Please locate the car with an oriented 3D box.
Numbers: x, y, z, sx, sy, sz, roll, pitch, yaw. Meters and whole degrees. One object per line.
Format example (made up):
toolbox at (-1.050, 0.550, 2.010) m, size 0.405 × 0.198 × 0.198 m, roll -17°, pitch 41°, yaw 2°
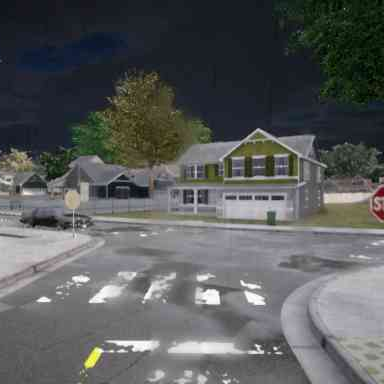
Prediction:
car at (-8.641, 1.625, 21.102) m, size 5.357 × 1.411 × 2.033 m, roll 0°, pitch 0°, yaw 31°
